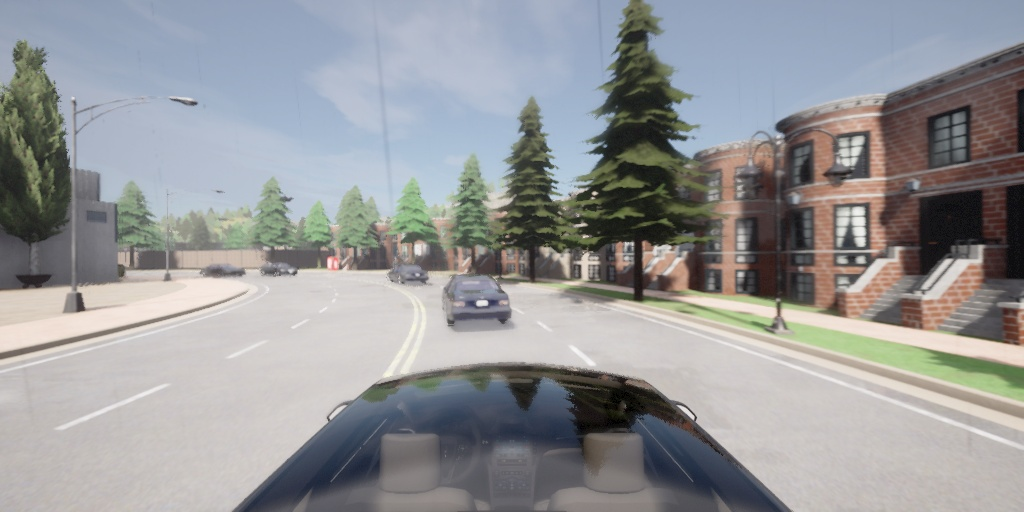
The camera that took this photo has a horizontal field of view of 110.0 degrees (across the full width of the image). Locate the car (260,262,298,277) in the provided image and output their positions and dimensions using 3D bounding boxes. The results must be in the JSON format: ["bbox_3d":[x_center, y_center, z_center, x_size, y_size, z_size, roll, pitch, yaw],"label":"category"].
[{"bbox_3d":[-24.845,1.430,38.219,4.902,1.511,2.128,0,0,30],"label":"car"}]

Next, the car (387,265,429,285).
[{"bbox_3d":[-7.929,1.372,27.085,2.033,1.411,5.357,0,0,-33],"label":"car"}]

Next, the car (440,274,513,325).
[{"bbox_3d":[-1.352,1.315,11.983,2.033,1.411,5.357,0,0,-13],"label":"car"}]

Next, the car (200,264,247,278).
[{"bbox_3d":[-29.922,1.516,37.095,5.357,1.411,2.033,0,0,25],"label":"car"}]

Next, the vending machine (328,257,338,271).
[{"bbox_3d":[-25.526,1.151,51.129,0.880,2.100,1.100,0,0,23],"label":"vending machine"}]
